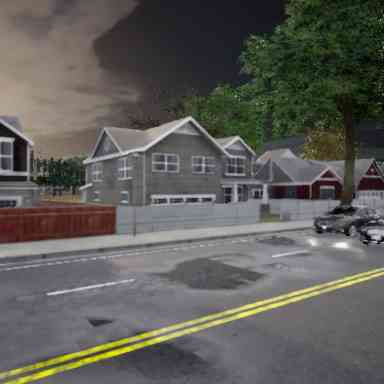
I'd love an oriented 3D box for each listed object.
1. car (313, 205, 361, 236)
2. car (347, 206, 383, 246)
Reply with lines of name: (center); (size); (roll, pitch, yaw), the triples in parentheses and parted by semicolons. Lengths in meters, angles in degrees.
car: (8.463, 1.490, 17.704); (4.892, 1.490, 1.837); (0, 0, -35)
car: (9.044, 1.478, 14.127); (4.902, 1.511, 2.128); (0, 0, -35)
